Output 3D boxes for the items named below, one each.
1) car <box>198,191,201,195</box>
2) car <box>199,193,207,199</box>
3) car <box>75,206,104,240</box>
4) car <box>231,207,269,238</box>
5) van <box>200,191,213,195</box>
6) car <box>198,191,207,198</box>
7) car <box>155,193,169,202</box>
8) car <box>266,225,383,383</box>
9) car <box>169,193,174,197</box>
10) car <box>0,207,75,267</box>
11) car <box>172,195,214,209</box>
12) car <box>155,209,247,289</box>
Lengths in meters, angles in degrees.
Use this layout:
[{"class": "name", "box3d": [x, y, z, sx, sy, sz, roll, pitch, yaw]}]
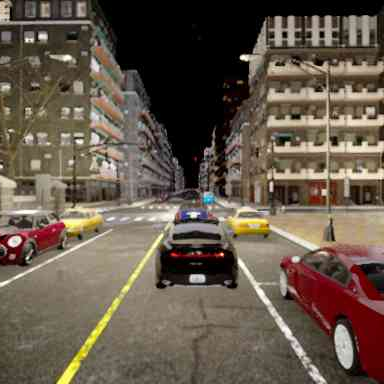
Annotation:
[{"class": "car", "box3d": [2.686, 1.098, 65.933, 1.947, 1.339, 4.313, 1, 0, 0]}, {"class": "car", "box3d": [2.684, 0.946, 82.944, 2.008, 1.369, 4.403, 1, 0, 0]}, {"class": "car", "box3d": [-5.684, 1.418, 16.444, 1.752, 1.417, 4.829, 1, 0, 0]}, {"class": "car", "box3d": [2.696, 1.416, 16.769, 1.752, 1.417, 4.829, 1, 0, 0]}, {"class": "van", "box3d": [2.692, 0.960, 54.589, 1.690, 1.788, 3.998, 1, 0, 0]}, {"class": "car", "box3d": [2.685, 0.663, 88.614, 2.192, 1.841, 5.009, 1, 0, 0]}, {"class": "car", "box3d": [-5.693, 1.157, 60.317, 1.802, 1.307, 4.206, 1, 0, 0]}, {"class": "car", "box3d": [2.698, 1.510, 5.366, 1.887, 1.381, 4.507, 1, 0, 0]}, {"class": "car", "box3d": [-5.698, 0.930, 88.672, 1.802, 1.307, 4.206, 1, 0, 0]}, {"class": "car", "box3d": [-5.682, 1.369, 10.999, 1.967, 1.590, 4.097, 1, 0, 0]}, {"class": "car", "box3d": [0.116, 1.226, 19.244, 2.097, 1.767, 4.553, 0, 0, 1]}, {"class": "car", "box3d": [0.101, 1.446, 8.985, 1.837, 1.490, 4.892, 0, 0, 0]}]
